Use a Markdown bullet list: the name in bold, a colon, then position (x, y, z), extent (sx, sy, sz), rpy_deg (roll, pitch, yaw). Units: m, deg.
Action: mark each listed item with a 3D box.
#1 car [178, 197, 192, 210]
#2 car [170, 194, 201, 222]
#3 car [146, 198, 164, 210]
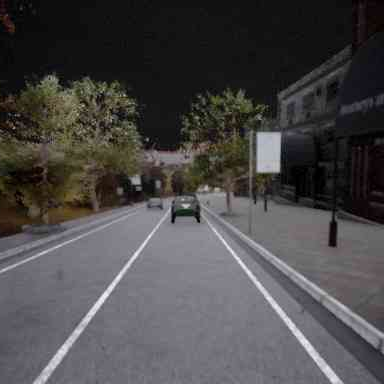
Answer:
- **car**: position (-0.925, 1.488, 43.855), extent (1.812, 1.442, 4.674), rpy_deg (0, 0, -1)
- **car**: position (-0.500, 1.193, 25.962), extent (2.150, 2.045, 5.566), rpy_deg (0, -1, -1)
- **car**: position (-4.573, 1.487, 41.798), extent (1.837, 1.490, 4.892), rpy_deg (0, 0, -1)
